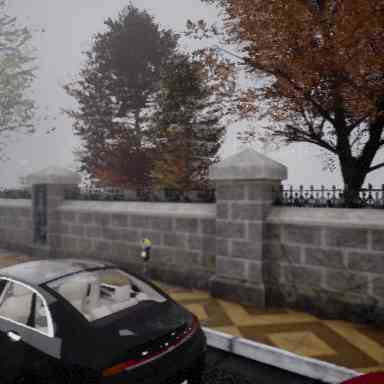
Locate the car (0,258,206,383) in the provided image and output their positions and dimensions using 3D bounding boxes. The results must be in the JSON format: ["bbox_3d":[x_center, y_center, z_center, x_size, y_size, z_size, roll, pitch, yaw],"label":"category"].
[{"bbox_3d":[-1.900,1.542,4.233,4.403,1.369,2.008,0,0,36],"label":"car"}]

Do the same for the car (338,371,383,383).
[{"bbox_3d":[2.626,1.548,1.003,4.507,1.381,1.887,0,0,36],"label":"car"}]
